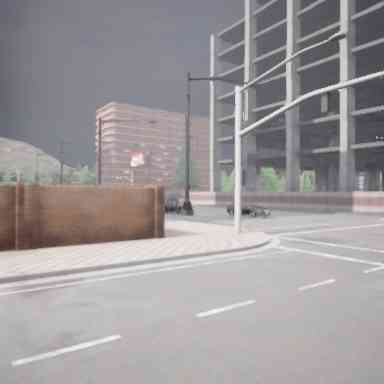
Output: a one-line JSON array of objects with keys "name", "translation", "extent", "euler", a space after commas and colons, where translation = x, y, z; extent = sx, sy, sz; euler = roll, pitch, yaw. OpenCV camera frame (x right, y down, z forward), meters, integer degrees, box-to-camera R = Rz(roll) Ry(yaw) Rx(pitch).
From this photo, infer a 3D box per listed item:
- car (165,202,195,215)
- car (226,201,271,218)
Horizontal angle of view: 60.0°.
[{"name": "car", "translation": [-1.666, 1.722, 35.795], "extent": [1.895, 1.301, 4.718], "euler": [0, 0, -35]}, {"name": "car", "translation": [5.359, 1.631, 31.875], "extent": [2.128, 1.511, 4.902], "euler": [0, 0, -35]}]
